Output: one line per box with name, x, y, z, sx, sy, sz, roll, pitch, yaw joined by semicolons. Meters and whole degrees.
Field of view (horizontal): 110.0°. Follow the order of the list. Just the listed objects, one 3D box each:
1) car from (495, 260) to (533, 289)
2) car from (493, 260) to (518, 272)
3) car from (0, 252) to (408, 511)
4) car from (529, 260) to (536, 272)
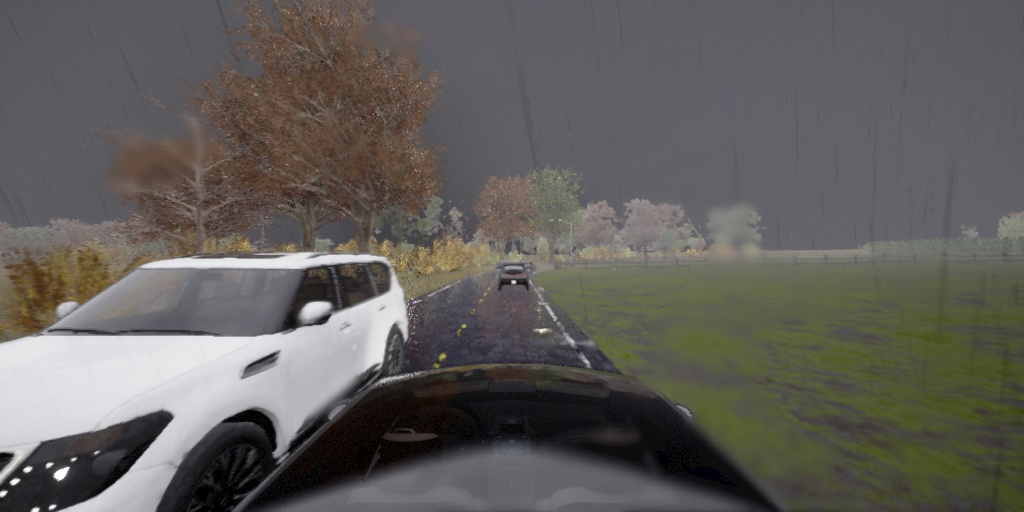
car;0.103;1.229;22.649;1.837;1.490;4.892;0;0;0
car;-0.709;1.203;45.785;2.033;1.411;5.357;0;0;12
car;-2.848;0.971;4.014;2.150;2.045;5.566;0;0;0
car;1.672;1.167;42.373;2.128;1.511;4.902;0;0;10
